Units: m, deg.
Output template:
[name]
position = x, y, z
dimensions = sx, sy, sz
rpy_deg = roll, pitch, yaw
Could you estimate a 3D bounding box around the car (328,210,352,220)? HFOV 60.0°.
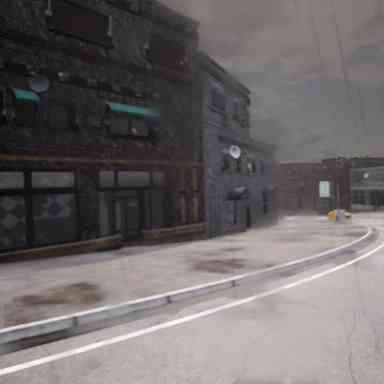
[car]
position = 21.818, 3.378, 49.149
dimensions = 1.882, 1.535, 5.008
rpy_deg = -2, -4, 0
